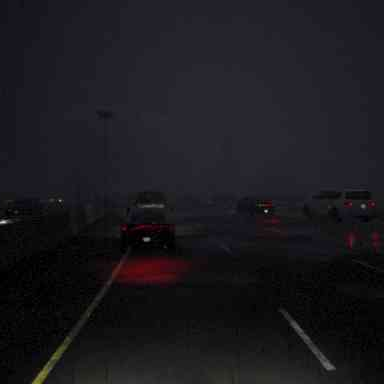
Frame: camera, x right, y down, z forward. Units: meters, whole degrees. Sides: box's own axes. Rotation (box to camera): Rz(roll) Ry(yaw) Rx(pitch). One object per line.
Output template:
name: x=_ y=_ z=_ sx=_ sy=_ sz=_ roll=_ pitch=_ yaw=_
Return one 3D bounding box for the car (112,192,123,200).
car: x=-13.916 y=0.672 z=63.041 sx=2.128 sy=1.511 sz=4.902 roll=-1 pitch=1 yaw=-25

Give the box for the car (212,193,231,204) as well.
car: x=4.245 y=0.813 z=44.680 sx=2.128 sy=1.511 sz=4.902 roll=0 pitch=1 yaw=-17

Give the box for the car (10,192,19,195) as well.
car: x=-35.817 y=0.727 z=67.173 sx=1.812 sy=1.442 sz=4.674 roll=-1 pitch=1 yaw=-29

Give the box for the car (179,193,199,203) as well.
car: x=-0.447 y=0.870 z=48.011 sx=1.994 sy=1.385 sz=4.181 roll=0 pitch=1 yaw=-19

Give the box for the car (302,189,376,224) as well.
car: x=9.346 y=0.841 z=21.659 sx=2.150 sy=2.045 sz=5.566 roll=0 pitch=1 yaw=-9

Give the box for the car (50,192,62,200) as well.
car: x=-26.641 y=0.715 z=65.019 sx=1.882 sy=1.535 sz=5.008 roll=-1 pitch=1 yaw=-27

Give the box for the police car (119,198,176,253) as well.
police car: x=-1.650 y=1.246 z=13.051 sx=1.930 sy=1.638 sz=5.238 roll=0 pitch=1 yaw=-5

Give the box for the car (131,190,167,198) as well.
car: x=-2.923 y=0.907 z=23.172 sx=2.150 sy=2.045 sz=5.566 roll=-1 pitch=1 yaw=-9

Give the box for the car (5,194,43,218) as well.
car: x=-13.329 y=1.210 z=26.679 sx=1.837 sy=1.490 sz=4.892 roll=-1 pitch=1 yaw=-11

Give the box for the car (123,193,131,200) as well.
car: x=-8.446 y=0.889 z=49.365 sx=2.033 sy=1.411 sz=5.357 roll=-1 pitch=1 yaw=-19

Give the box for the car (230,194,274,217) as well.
car: x=4.882 y=1.087 z=26.385 sx=1.837 sy=1.490 sz=4.892 roll=1 pitch=1 yaw=-11

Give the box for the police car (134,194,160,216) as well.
police car: x=-4.036 y=1.027 z=29.324 sx=1.930 sy=1.638 sz=5.238 roll=-1 pitch=1 yaw=-11

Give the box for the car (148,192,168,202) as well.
car: x=-5.453 y=0.759 z=52.062 sx=1.882 sy=1.535 sz=5.008 roll=0 pitch=1 yaw=-21
